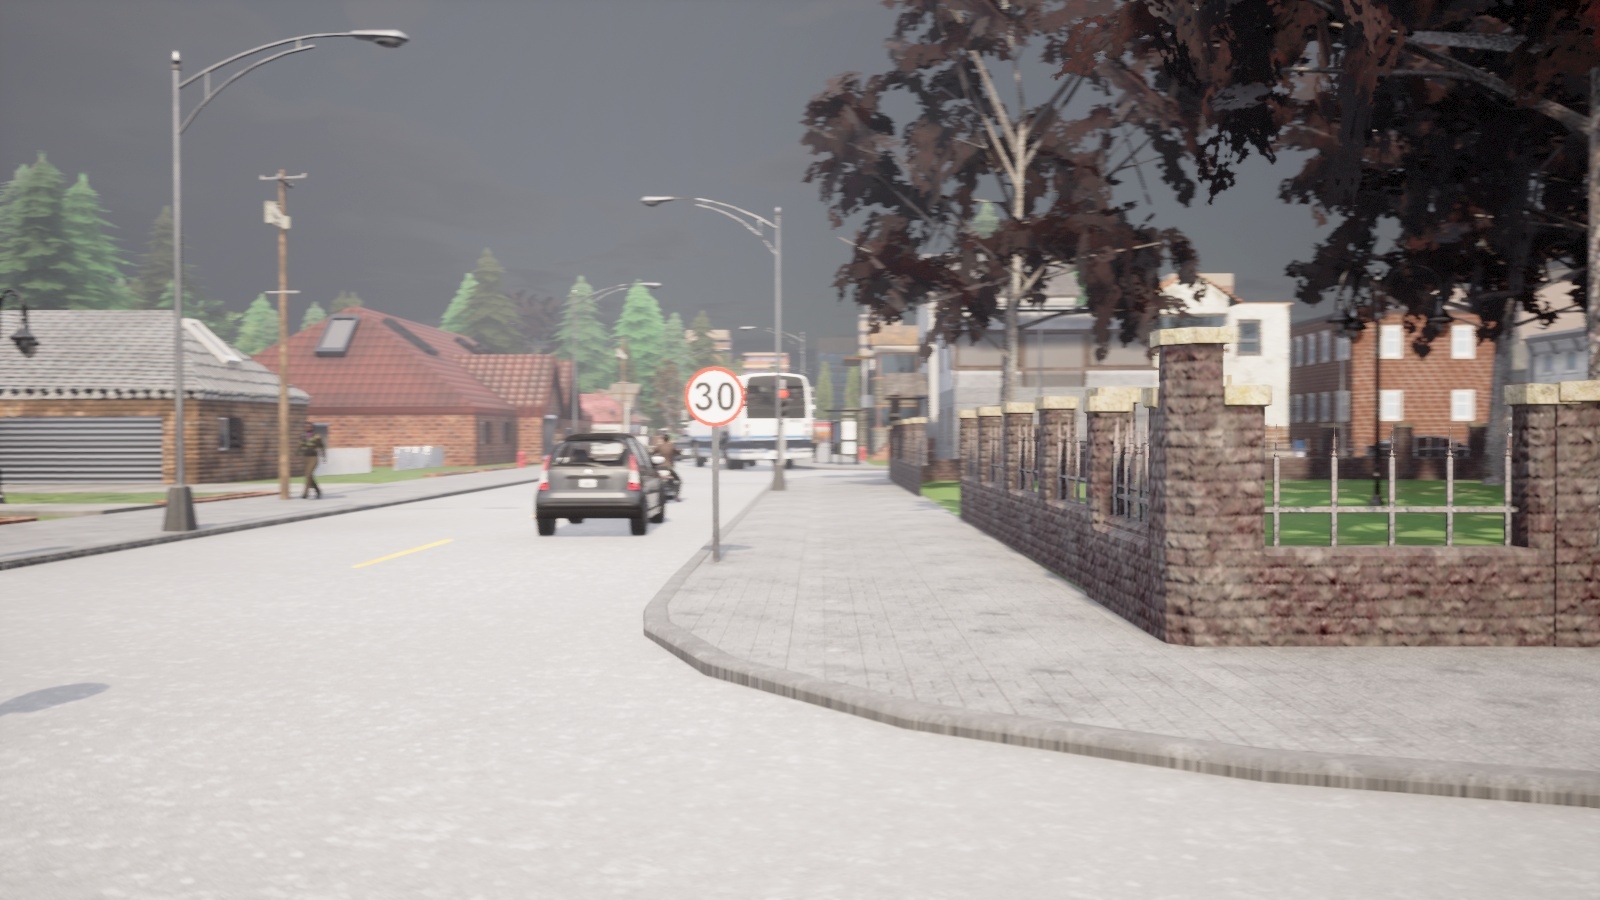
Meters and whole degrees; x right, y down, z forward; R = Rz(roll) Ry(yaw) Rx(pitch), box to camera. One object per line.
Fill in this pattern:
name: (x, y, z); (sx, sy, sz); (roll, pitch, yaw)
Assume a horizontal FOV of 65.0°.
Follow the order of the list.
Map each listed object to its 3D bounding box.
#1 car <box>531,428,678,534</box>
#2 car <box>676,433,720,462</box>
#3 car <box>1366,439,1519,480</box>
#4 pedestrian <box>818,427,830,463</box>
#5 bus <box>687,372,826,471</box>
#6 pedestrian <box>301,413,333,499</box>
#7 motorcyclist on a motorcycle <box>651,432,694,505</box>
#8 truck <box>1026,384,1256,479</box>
car: (-3.181, 0.450, 21.160); (1.851, 1.617, 3.988); (0, 1, 0)
car: (-5.922, -0.176, 73.360); (2.033, 1.649, 4.856); (0, 1, 2)
car: (24.357, 0.360, 47.720); (4.892, 1.490, 1.837); (0, 1, -1)
pedestrian: (1.217, -0.256, 64.758); (0.331, 1.846, 0.634); (1, 1, 32)
bus: (-2.297, -1.291, 59.263); (3.944, 4.253, 10.273); (-1, 1, -17)
pedestrian: (-11.048, 0.130, 28.738); (0.395, 1.930, 0.692); (0, 1, 9)
motorcyclist on a motorcycle: (-2.970, 0.400, 29.510); (0.766, 1.649, 2.350); (0, 1, 0)
truck: (12.881, -0.683, 47.871); (7.936, 3.462, 2.891); (0, 1, -2)
